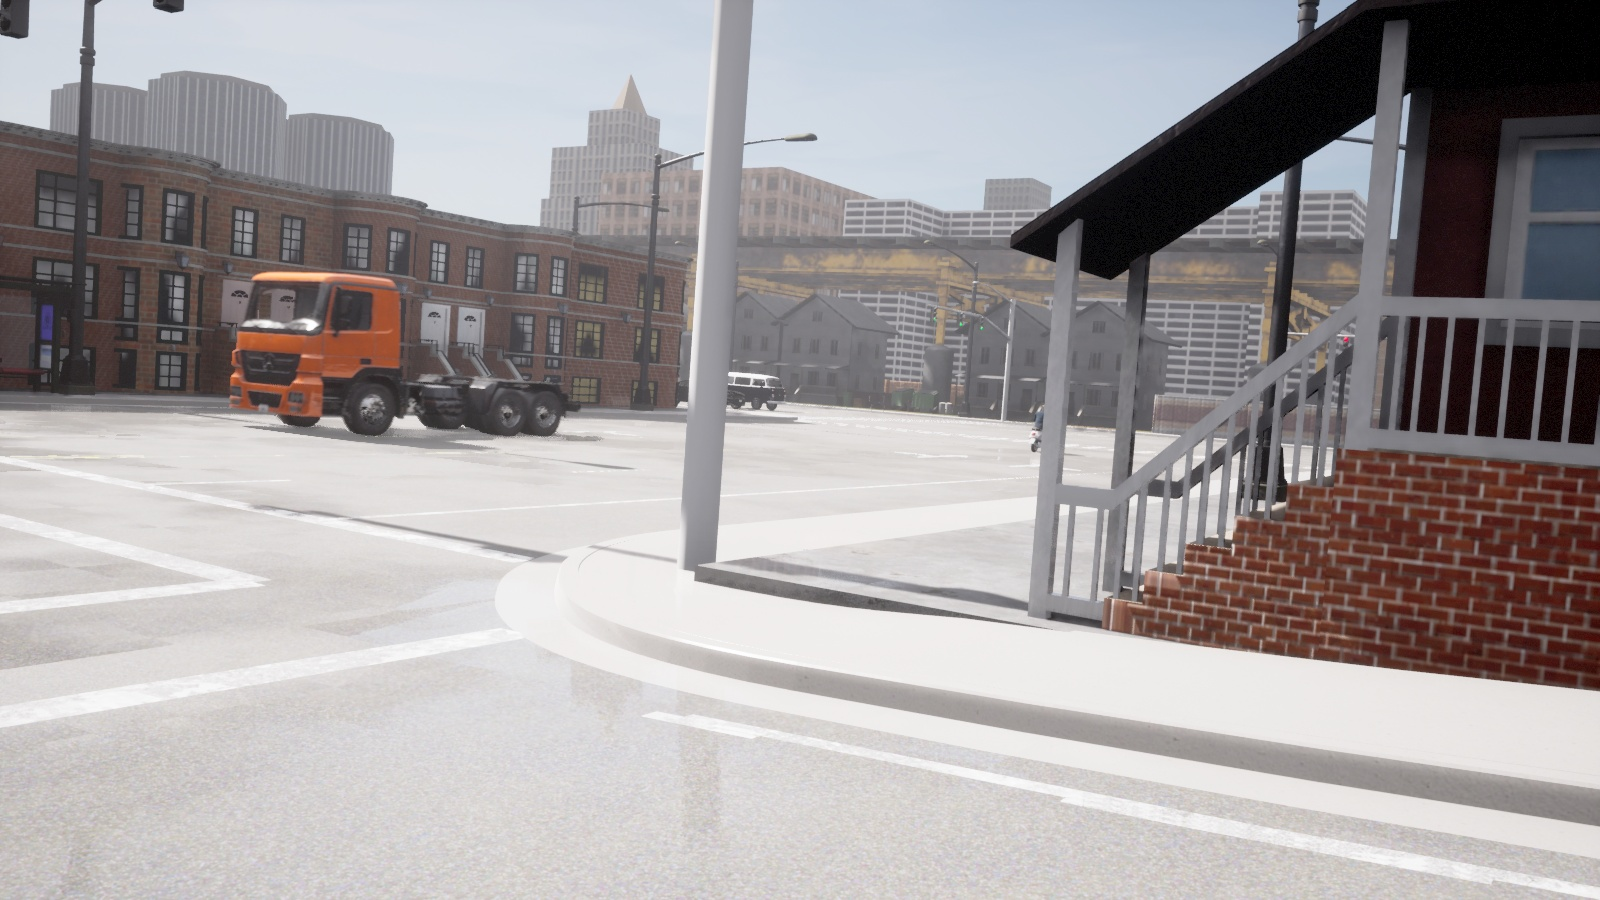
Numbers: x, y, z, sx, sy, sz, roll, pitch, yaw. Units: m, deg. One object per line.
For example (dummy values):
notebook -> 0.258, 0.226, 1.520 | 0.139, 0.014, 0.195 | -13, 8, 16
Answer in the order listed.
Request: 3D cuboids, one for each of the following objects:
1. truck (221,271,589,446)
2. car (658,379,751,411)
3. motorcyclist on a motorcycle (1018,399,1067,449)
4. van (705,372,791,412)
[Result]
truck -> -8.782, -1.984, 29.012 | 2.891, 3.462, 7.936 | 5, 4, 34
car -> -5.349, -3.072, 69.899 | 5.008, 1.535, 1.882 | 5, 4, 34
motorcyclist on a motorcycle -> 8.079, -0.857, 41.776 | 0.866, 1.590, 1.817 | 5, 4, 34
van -> -3.026, -3.350, 72.558 | 4.480, 2.038, 2.069 | 5, 4, 34
